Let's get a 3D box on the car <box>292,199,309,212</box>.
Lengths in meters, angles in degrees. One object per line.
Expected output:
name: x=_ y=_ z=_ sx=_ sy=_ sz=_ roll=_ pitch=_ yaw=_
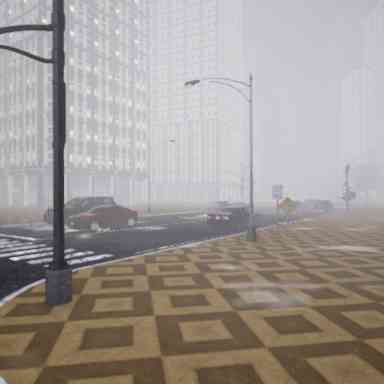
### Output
car: x=13.713 y=1.814 z=44.429 sx=1.812 sy=1.442 sz=4.674 roll=0 pitch=0 yaw=34

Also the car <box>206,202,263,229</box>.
car: x=2.997 y=1.674 z=22.681 sx=2.033 sy=1.411 sz=5.357 roll=0 pitch=-1 yaw=35

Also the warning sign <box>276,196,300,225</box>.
warning sign: x=6.649 y=1.246 z=23.082 sx=1.300 sy=1.860 sz=1.060 roll=0 pitch=0 yaw=34

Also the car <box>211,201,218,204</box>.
car: x=3.501 y=1.789 z=41.032 sx=1.812 sy=1.442 sz=4.674 roll=0 pitch=-1 yaw=34

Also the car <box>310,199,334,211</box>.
car: x=17.745 y=1.767 z=44.698 sx=1.882 sy=1.535 sz=5.008 roll=0 pitch=0 yaw=33

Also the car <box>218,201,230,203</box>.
car: x=5.089 y=1.801 z=37.585 sx=1.994 sy=1.385 sz=4.181 roll=0 pitch=0 yaw=34

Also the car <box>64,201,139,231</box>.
car: x=-5.694 y=1.594 z=21.780 sx=1.882 sy=1.535 sz=5.008 roll=0 pitch=0 yaw=34

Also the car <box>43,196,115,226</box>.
car: x=-7.920 y=1.353 z=24.285 sx=2.150 sy=2.045 sz=5.566 roll=0 pitch=0 yaw=34
